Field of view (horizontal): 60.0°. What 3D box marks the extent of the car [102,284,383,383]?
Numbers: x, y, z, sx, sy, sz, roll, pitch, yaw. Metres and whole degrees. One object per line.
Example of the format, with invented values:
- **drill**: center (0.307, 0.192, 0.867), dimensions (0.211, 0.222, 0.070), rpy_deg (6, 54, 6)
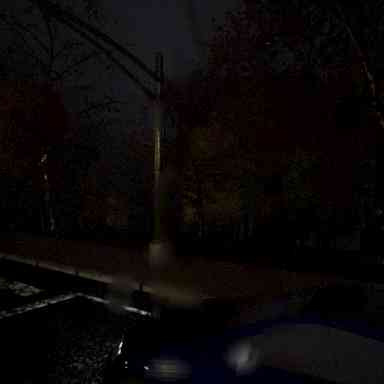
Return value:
- **car**: center (1.158, 1.564, 2.857), dimensions (4.181, 1.385, 1.994), rpy_deg (0, 0, 35)
